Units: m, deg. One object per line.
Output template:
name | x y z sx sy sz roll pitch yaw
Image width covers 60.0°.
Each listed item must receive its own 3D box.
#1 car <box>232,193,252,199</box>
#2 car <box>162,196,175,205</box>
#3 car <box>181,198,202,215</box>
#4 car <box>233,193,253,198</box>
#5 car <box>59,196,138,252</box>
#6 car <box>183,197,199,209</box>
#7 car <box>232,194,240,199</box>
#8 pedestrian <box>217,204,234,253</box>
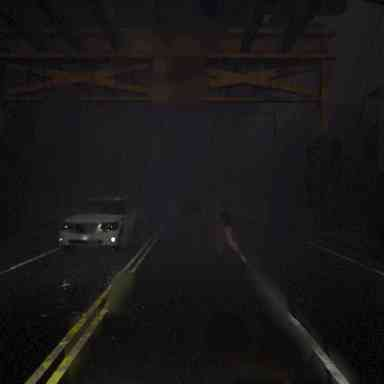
car | 13.130 0.940 87.603 4.974 1.542 2.038 0 1 25
car | -3.877 1.334 55.220 1.882 1.535 5.008 0 1 0
car | -0.071 1.464 33.266 1.882 1.535 5.008 0 0 0
car | 12.874 0.830 83.459 4.536 1.218 1.853 0 1 -20
car | -3.671 1.218 14.154 2.150 2.045 5.566 0 0 0
car | -0.134 1.487 45.168 2.033 1.411 5.357 0 0 0
car | 12.825 0.988 83.443 4.974 1.542 2.038 0 1 -20
pedestrian | 1.157 1.291 11.599 0.375 1.860 0.375 -1 1 0
